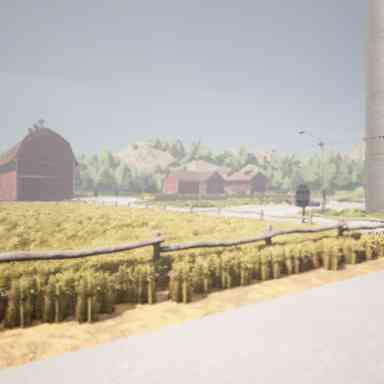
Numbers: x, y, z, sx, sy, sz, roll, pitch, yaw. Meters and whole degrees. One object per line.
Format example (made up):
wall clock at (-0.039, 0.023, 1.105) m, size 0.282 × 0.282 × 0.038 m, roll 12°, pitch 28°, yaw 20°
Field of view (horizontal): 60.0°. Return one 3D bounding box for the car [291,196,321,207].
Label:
car at (20.889, 1.901, 59.841) m, size 2.242 × 1.667 × 4.611 m, roll 1°, pitch 0°, yaw -36°

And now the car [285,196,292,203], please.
car at (24.401, 1.843, 78.810) m, size 1.932 × 1.855 × 4.605 m, roll 1°, pitch 0°, yaw -36°
